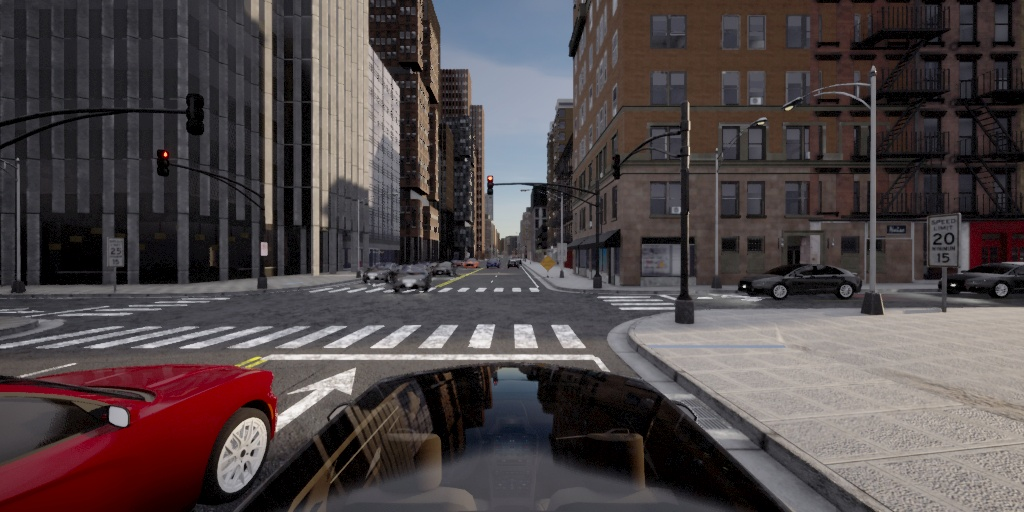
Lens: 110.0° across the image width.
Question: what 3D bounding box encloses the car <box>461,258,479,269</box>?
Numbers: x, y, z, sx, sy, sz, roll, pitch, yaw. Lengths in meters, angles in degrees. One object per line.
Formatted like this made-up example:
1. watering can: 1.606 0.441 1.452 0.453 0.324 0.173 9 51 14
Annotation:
1. car: -6.424 1.115 56.836 2.097 1.767 4.553 0 0 1

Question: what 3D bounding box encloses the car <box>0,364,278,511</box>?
1. car: -3.154 1.228 1.379 1.882 1.535 5.008 0 0 0

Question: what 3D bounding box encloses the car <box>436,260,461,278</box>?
1. car: -6.521 1.258 34.886 1.837 1.490 4.892 0 1 0

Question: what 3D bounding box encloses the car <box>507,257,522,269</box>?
1. car: 0.189 1.271 58.703 1.837 1.490 4.892 0 0 0

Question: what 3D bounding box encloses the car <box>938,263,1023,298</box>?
1. car: 22.304 1.048 16.149 4.892 1.490 1.837 0 0 0

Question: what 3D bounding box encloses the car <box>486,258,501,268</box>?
1. car: -3.054 1.118 59.451 2.097 1.767 4.553 0 0 1

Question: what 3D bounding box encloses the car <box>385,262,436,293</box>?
1. car: -5.773 1.245 20.963 2.128 1.511 4.902 0 0 -11

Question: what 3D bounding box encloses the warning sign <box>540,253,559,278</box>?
1. warning sign: 2.915 0.868 29.098 1.300 1.860 1.060 0 0 0

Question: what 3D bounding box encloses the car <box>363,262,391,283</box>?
1. car: -9.801 1.244 27.655 2.128 1.511 4.902 0 0 1

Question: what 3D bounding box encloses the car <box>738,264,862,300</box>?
1. car: 12.907 1.116 16.232 4.892 1.490 1.837 0 0 -1

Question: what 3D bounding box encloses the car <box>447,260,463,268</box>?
1. car: -9.623 1.368 61.166 1.895 1.301 4.718 0 0 1

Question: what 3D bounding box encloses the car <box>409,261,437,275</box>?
1. car: -9.759 1.319 39.534 1.994 1.385 4.181 0 0 0
